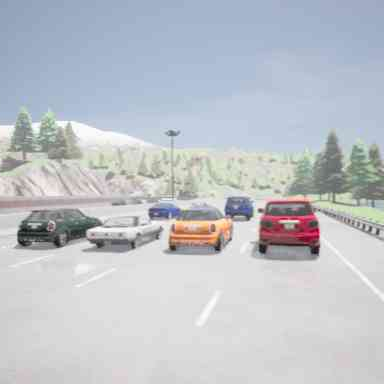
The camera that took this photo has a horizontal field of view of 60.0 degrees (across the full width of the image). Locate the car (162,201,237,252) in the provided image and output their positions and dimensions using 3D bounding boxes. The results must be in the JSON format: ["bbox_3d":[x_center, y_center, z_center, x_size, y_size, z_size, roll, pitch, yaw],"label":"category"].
[{"bbox_3d":[0.541,1.445,14.663,2.097,1.767,4.553,-1,-1,14],"label":"car"}]

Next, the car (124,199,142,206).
[{"bbox_3d":[-11.879,2.187,69.839,2.128,1.511,4.902,-1,0,8],"label":"car"}]

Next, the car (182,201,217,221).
[{"bbox_3d":[0.834,1.693,30.275,2.128,1.511,4.902,-1,0,14],"label":"car"}]

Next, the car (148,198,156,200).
[{"bbox_3d":[-8.388,2.107,69.576,1.837,1.490,4.892,-1,0,8],"label":"car"}]

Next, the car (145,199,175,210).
[{"bbox_3d":[-2.515,1.734,31.297,1.882,1.535,5.008,-1,0,14],"label":"car"}]

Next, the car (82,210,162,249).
[{"bbox_3d":[-2.846,1.752,15.534,1.895,1.301,4.718,-1,0,14],"label":"car"}]

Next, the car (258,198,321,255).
[{"bbox_3d":[3.916,1.256,13.753,2.150,2.045,5.566,-1,0,14],"label":"car"}]

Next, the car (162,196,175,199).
[{"bbox_3d":[-4.899,1.782,69.284,2.150,2.045,5.566,-1,0,8],"label":"car"}]

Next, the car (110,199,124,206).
[{"bbox_3d":[-15.371,2.256,70.103,2.033,1.411,5.357,-1,0,8],"label":"car"}]

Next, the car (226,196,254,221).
[{"bbox_3d":[4.156,1.361,29.166,2.150,2.045,5.566,-1,0,14],"label":"car"}]

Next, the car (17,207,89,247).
[{"bbox_3d":[-6.249,1.557,16.360,2.097,1.767,4.553,-1,-1,14],"label":"car"}]

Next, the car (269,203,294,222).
[{"bbox_3d":[7.577,1.689,28.393,1.895,1.301,4.718,-1,0,14],"label":"car"}]
